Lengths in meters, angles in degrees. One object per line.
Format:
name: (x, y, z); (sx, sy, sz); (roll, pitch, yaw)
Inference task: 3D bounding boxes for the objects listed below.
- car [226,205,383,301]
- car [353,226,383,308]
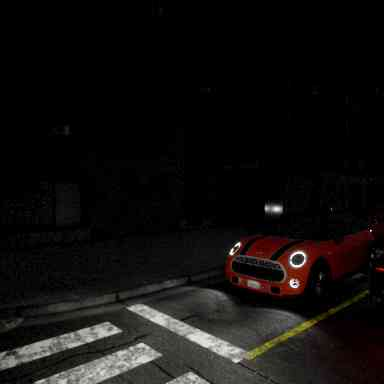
car: (2.907, 1.323, 8.433); (4.553, 1.767, 2.097); (0, 0, -43)
car: (5.277, 1.491, 6.778); (4.892, 1.490, 1.837); (0, 0, -43)
